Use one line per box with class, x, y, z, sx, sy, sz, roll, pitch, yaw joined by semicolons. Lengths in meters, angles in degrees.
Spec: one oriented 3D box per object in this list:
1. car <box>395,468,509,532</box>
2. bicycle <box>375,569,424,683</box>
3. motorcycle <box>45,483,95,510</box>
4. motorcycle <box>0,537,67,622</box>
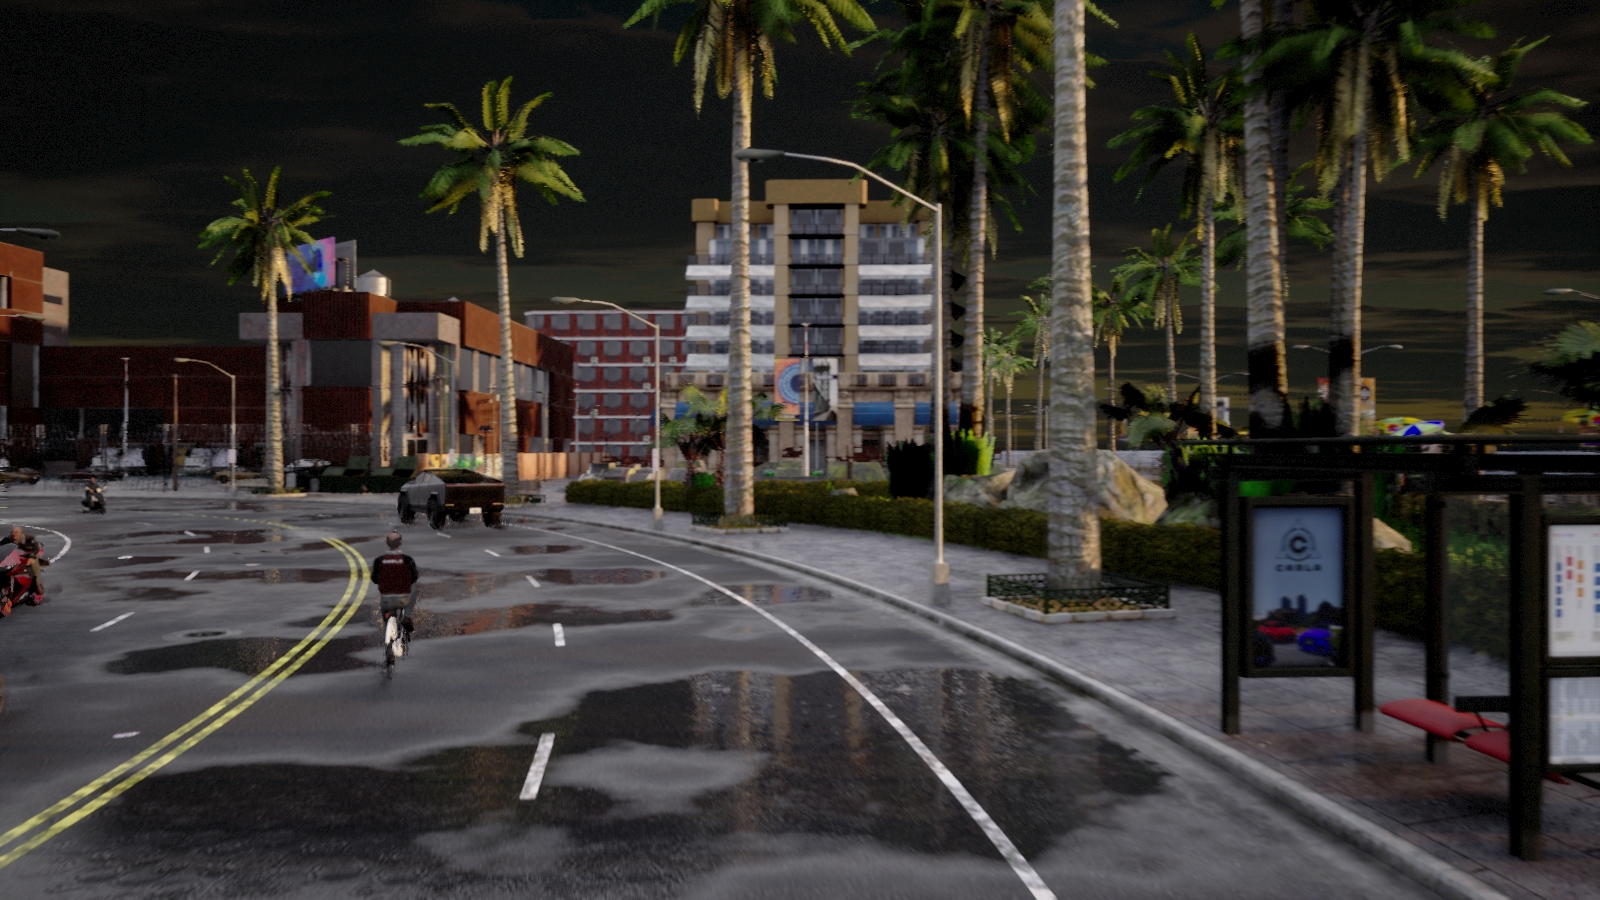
car;-13.003;1.762;42.367;2.390;2.098;6.274;0;0;-33
bicycle;-5.119;2.213;14.654;0.329;1.171;1.835;-1;0;-11
motorcycle;-34.839;2.206;54.534;1.805;1.236;0.856;0;0;1
motorcycle;-13.564;2.214;19.819;0.867;1.251;2.209;0;0;-17
